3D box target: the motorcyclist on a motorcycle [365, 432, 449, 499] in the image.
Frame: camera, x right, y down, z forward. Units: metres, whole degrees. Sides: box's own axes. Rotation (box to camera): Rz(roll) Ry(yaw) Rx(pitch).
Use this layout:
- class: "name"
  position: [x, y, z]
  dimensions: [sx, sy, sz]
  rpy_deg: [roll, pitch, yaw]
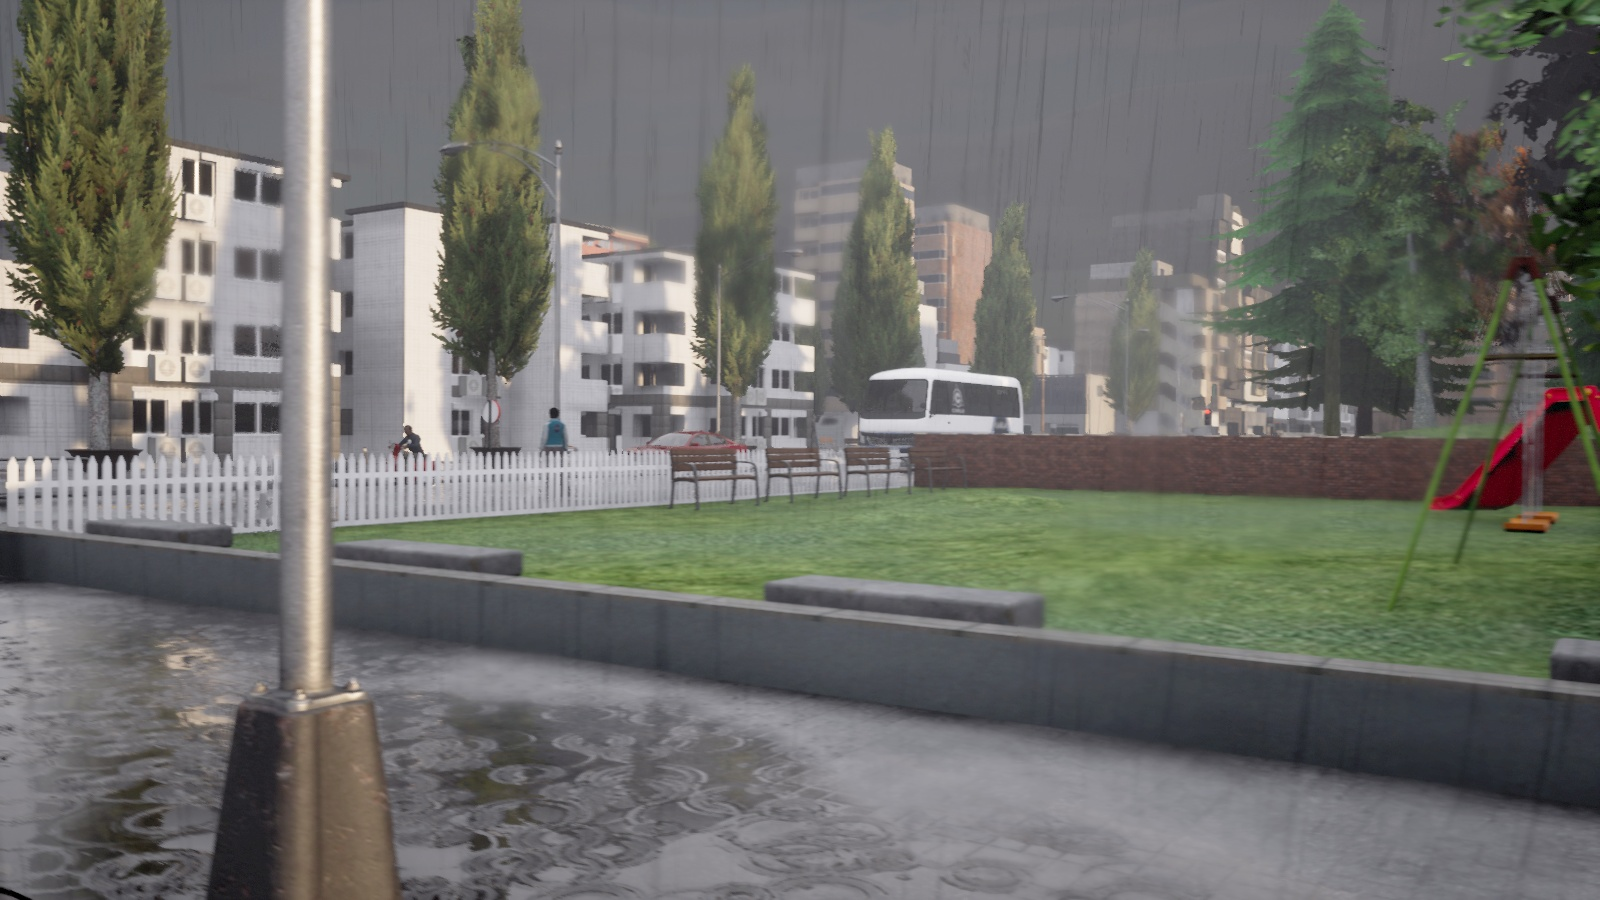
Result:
- class: "motorcyclist on a motorcycle"
  position: [-9.686, 0.350, 30.972]
  dimensions: [0.866, 1.590, 1.817]
  rpy_deg: [0, 1, 34]

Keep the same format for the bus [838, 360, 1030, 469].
- class: "bus"
  position: [6.065, -1.445, 54.570]
  dimensions: [3.944, 4.253, 10.273]
  rpy_deg: [0, 1, 34]

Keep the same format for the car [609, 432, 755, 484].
- class: "car"
  position: [-3.657, 0.196, 40.007]
  dimensions: [1.882, 1.535, 5.008]
  rpy_deg: [0, 1, 34]

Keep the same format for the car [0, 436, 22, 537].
- class: "car"
  position: [-13.712, 0.597, 17.346]
  dimensions: [1.882, 1.535, 5.008]
  rpy_deg: [-1, 1, 17]

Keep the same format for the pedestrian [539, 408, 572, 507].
- class: "pedestrian"
  position: [-4.871, 0.144, 24.997]
  dimensions: [0.396, 1.930, 0.692]
  rpy_deg: [-1, 1, -31]
